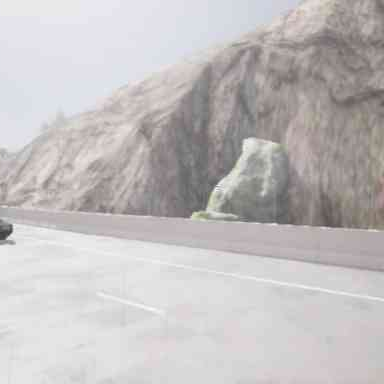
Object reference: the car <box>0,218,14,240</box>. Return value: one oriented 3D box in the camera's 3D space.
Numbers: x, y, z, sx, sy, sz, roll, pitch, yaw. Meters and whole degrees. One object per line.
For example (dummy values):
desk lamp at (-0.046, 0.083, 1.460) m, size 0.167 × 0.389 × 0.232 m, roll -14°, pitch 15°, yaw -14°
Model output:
car at (-10.775, 1.710, 16.627) m, size 4.718 × 1.301 × 1.895 m, roll 0°, pitch -1°, yaw 42°
